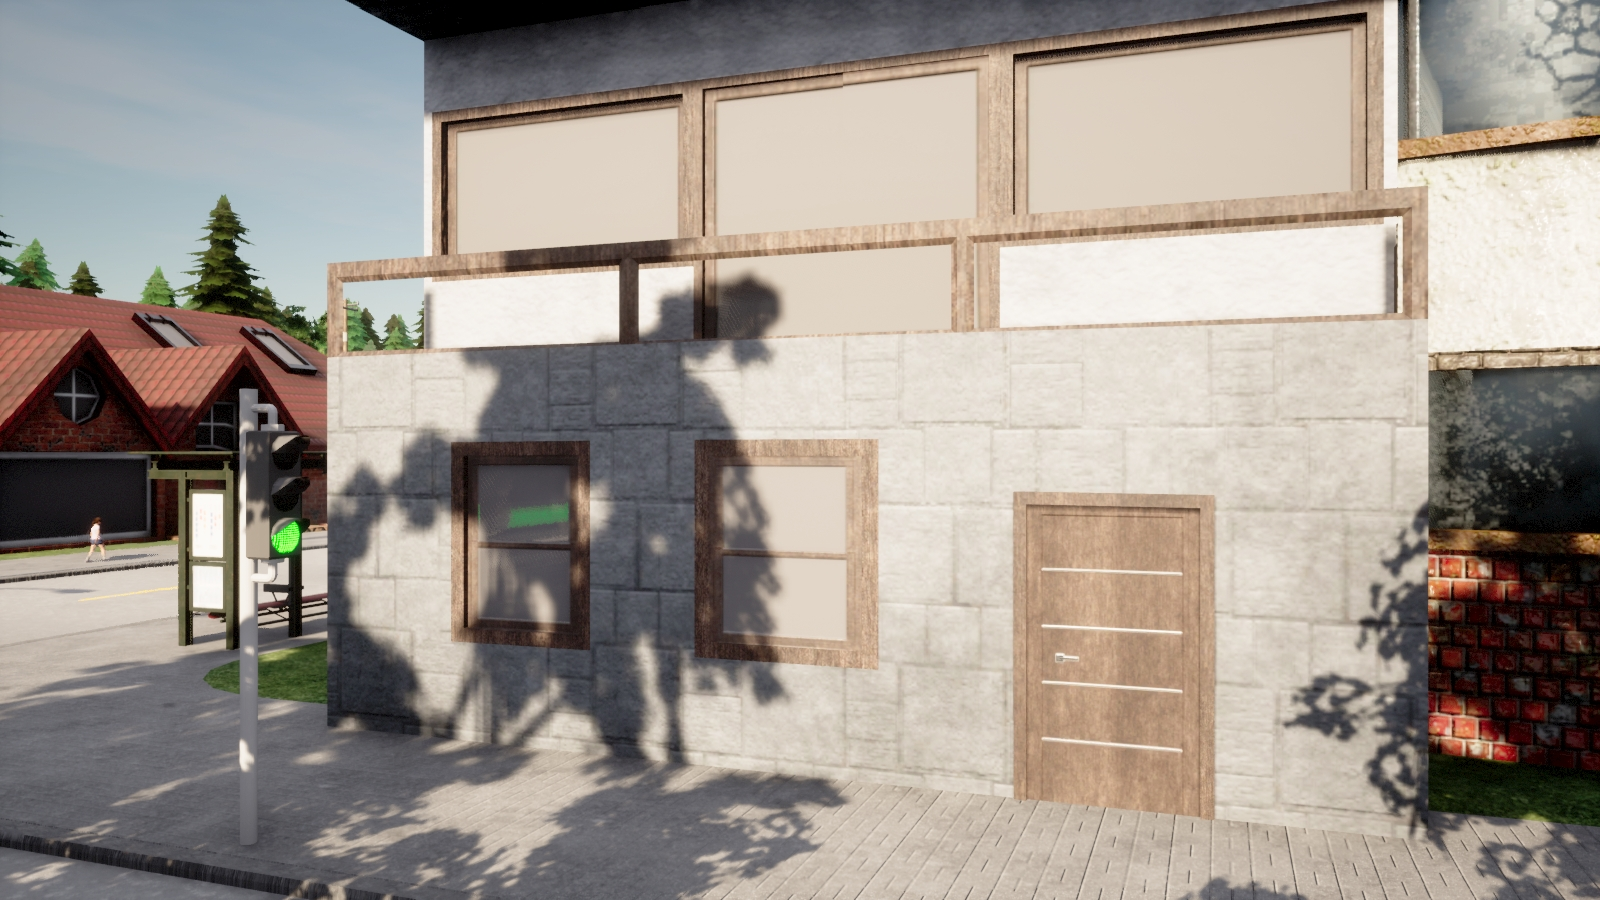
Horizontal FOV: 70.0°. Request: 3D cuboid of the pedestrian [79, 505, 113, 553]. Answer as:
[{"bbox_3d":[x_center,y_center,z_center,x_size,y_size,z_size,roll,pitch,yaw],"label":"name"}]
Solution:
[{"bbox_3d":[-16.983,1.905,27.571,0.500,1.100,0.500,0,0,21],"label":"pedestrian"}]
